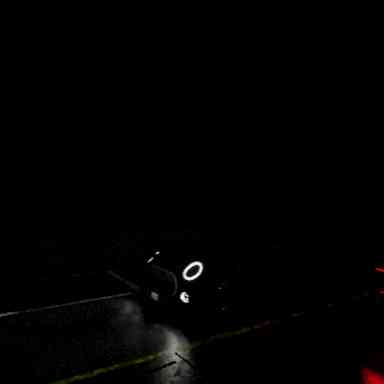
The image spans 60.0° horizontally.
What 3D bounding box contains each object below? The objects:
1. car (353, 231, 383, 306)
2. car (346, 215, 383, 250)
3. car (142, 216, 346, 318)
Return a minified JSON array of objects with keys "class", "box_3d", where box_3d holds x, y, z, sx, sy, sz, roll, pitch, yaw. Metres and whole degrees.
[{"class":"car","box_3d":[5.573,1.565,6.683,4.892,1.490,1.837,0,-1,-33]},{"class":"car","box_3d":[7.419,1.708,14.823,4.313,1.339,1.947,0,-1,-33]},{"class":"car","box_3d":[1.170,1.435,7.669,4.553,1.767,2.097,0,-1,-33]}]
